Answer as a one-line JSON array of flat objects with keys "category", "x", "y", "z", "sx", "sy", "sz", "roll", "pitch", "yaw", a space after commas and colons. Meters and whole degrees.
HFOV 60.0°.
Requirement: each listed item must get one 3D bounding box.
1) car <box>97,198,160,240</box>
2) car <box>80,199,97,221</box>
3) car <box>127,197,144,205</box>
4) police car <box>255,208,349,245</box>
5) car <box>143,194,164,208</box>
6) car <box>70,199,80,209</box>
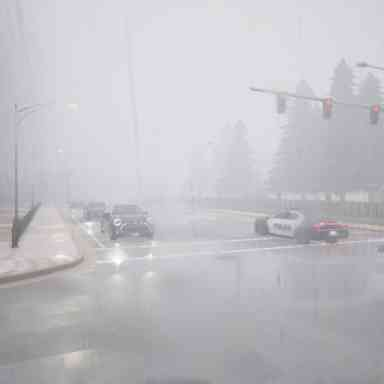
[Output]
[{"category": "car", "x": -3.502, "y": 1.401, "z": 17.558, "sx": 2.097, "sy": 1.767, "sz": 4.553, "roll": 0, "pitch": 0, "yaw": -23}, {"category": "car", "x": -8.066, "y": 1.555, "z": 28.081, "sx": 1.837, "sy": 1.490, "sz": 4.892, "roll": 0, "pitch": 0, "yaw": -24}, {"category": "car", "x": -10.245, "y": 1.637, "z": 59.733, "sx": 1.895, "sy": 1.301, "sz": 4.718, "roll": 0, "pitch": 0, "yaw": -23}, {"category": "police car", "x": 4.909, "y": 1.546, "z": 16.015, "sx": 2.038, "sy": 1.542, "sz": 4.974, "roll": 0, "pitch": 0, "yaw": -23}, {"category": "car", "x": -5.972, "y": 1.256, "z": 49.997, "sx": 2.150, "sy": 2.045, "sz": 5.566, "roll": 0, "pitch": 0, "yaw": -23}, {"category": "car", "x": -15.559, "y": 1.653, "z": 45.459, "sx": 1.895, "sy": 1.301, "sz": 4.718, "roll": 0, "pitch": 0, "yaw": -23}]
